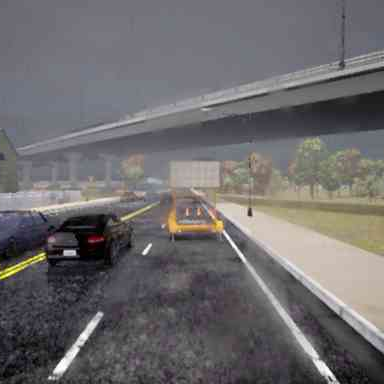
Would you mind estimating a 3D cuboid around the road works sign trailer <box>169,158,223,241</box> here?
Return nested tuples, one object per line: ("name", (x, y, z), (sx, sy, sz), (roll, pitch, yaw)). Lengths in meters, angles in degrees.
("road works sign trailer", (0.134, 0.256, 15.345), (2.380, 3.560, 2.880), (0, 1, -3))

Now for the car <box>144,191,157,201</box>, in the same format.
("car", (-6.758, 0.624, 55.300), (2.097, 1.767, 4.553), (0, 1, 0))

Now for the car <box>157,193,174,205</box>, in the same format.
("car", (-3.289, 0.905, 45.331), (1.837, 1.490, 4.892), (0, 1, 0))

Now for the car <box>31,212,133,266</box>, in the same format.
("car", (-3.152, 1.377, 10.873), (1.812, 1.442, 4.674), (0, 1, 0))

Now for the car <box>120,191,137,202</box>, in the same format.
("car", (-9.997, 0.658, 52.738), (2.097, 1.767, 4.553), (0, 1, 0))

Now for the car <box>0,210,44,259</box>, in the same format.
("car", (-6.602, 1.381, 12.184), (2.033, 1.411, 5.357), (0, 1, 0))
